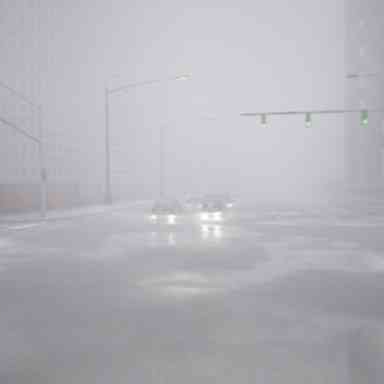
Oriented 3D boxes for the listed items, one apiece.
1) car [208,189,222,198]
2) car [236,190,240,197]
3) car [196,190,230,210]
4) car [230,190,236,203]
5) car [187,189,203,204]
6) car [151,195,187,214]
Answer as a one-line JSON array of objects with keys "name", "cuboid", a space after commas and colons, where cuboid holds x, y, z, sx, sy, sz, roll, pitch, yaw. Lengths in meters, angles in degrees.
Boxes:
[{"name": "car", "cuboid": [4.277, 0.281, 61.490, 1.882, 1.535, 5.008, 0, 1, 11]}, {"name": "car", "cuboid": [8.084, 0.277, 62.781, 1.812, 1.442, 4.674, 0, 1, 11]}, {"name": "car", "cuboid": [2.086, 0.879, 31.412, 2.128, 1.511, 4.902, 0, 1, 11]}, {"name": "car", "cuboid": [4.315, 0.648, 43.216, 1.837, 1.490, 4.892, 0, 2, 11]}, {"name": "car", "cuboid": [0.599, 0.543, 42.416, 2.097, 1.767, 4.553, 0, 1, 11]}, {"name": "car", "cuboid": [-2.046, 1.006, 28.275, 1.812, 1.442, 4.674, 0, 1, 10]}]
